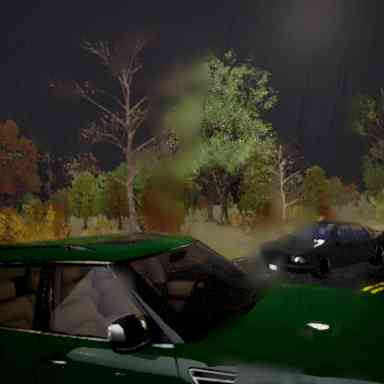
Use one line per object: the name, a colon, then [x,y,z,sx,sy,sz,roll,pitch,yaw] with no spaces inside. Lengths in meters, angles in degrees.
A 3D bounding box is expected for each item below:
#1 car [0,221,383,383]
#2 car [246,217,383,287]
car: [-0.655,1.460,3.387,5.566,2.045,2.150,-7,-4,23]
car: [4.421,1.667,10.676,5.357,1.411,2.033,0,-1,-35]
